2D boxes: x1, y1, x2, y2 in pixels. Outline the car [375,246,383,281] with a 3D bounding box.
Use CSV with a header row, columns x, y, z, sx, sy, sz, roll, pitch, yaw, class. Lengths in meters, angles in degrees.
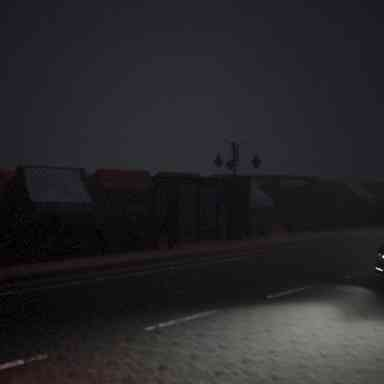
x,y,z,sx,sy,sz,roll,pitch,yaw,class
6.708,1.556,8.759,4.902,1.511,2.128,1,0,-35,car
